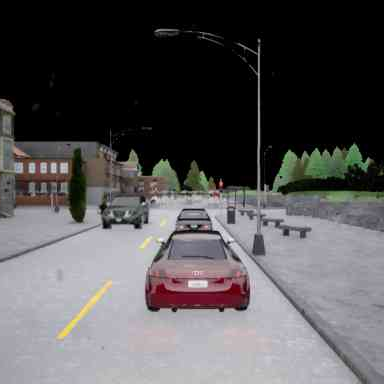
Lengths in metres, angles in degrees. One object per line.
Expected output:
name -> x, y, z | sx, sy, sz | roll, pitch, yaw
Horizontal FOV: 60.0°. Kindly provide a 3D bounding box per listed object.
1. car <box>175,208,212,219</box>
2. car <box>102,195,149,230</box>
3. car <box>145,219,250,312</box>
car -> 0.084, 1.547, 17.013 | 2.033, 1.411, 5.357 | 0, 0, 0
car -> -4.070, 1.224, 21.341 | 2.150, 2.045, 5.566 | 0, 0, 0
car -> 0.095, 1.564, 7.777 | 1.994, 1.385, 4.181 | 0, 0, 0
